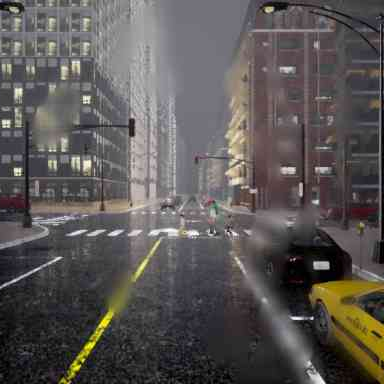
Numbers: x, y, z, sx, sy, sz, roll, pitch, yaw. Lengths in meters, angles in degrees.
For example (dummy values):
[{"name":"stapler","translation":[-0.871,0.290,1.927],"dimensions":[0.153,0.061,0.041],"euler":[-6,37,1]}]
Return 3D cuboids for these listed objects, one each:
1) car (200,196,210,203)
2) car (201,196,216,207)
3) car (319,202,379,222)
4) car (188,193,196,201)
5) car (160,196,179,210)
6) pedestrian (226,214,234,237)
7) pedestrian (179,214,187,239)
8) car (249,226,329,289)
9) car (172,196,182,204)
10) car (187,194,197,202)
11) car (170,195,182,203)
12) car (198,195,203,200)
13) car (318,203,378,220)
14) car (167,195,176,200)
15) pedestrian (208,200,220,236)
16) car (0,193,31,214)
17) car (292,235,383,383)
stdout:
[{"name":"car","translation":[2.699,1.578,69.588],"dimensions":[2.008,1.369,4.403],"euler":[0,0,0]},{"name":"car","translation":[2.747,1.596,51.023],"dimensions":[1.802,1.307,4.206],"euler":[0,0,0]},{"name":"car","translation":[13.458,1.635,28.724],"dimensions":[4.553,1.767,2.097],"euler":[1,0,0]},{"name":"car","translation":[0.009,1.227,83.594],"dimensions":[2.097,1.767,4.553],"euler":[0,0,0]},{"name":"car","translation":[-3.114,1.557,43.290],"dimensions":[2.033,1.411,5.357],"euler":[0,0,-4]},{"name":"pedestrian","translation":[1.880,1.295,16.458],"dimensions":[0.375,1.860,0.375],"euler":[0,0,0]},{"name":"pedestrian","translation":[-0.435,1.575,15.858],"dimensions":[0.375,1.300,0.375],"euler":[0,0,0]},{"name":"car","translation":[2.693,1.566,8.999],"dimensions":[1.947,1.339,4.313],"euler":[0,0,0]},{"name":"car","translation":[-3.006,1.531,68.331],"dimensions":[1.837,1.490,4.892],"euler":[0,0,0]},{"name":"car","translation":[0.008,1.547,73.621],"dimensions":[1.812,1.442,4.674],"euler":[0,0,0]},{"name":"car","translation":[-3.074,1.580,53.870],"dimensions":[1.994,1.385,4.181],"euler":[0,0,1]},{"name":"car","translation":[2.698,1.574,63.940],"dimensions":[2.008,1.369,4.403],"euler":[0,0,0]},{"name":"car","translation":[14.646,1.837,31.338],"dimensions":[4.829,1.417,1.752],"euler":[1,-1,0]},{"name":"car","translation":[-5.680,1.599,92.183],"dimensions":[2.008,1.369,4.403],"euler":[0,0,0]},{"name":"pedestrian","translation":[1.135,1.295,17.059],"dimensions":[0.375,1.860,0.375],"euler":[0,0,0]},{"name":"car","translation":[-17.690,1.030,31.063],"dimensions":[5.009,1.841,2.192],"euler":[1,-1,0]},{"name":"car","translation":[2.693,1.525,3.486],"dimensions":[1.752,1.417,4.829],"euler":[0,0,0]}]
